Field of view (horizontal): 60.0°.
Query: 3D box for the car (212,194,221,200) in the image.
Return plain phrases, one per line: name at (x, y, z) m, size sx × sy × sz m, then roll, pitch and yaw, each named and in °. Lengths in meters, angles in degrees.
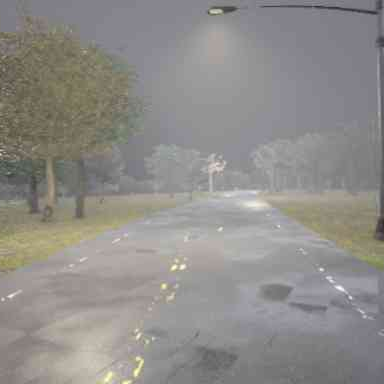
car at (5.912, 1.095, 80.794) m, size 2.033 × 1.411 × 5.357 m, roll -1°, pitch 0°, yaw 9°
